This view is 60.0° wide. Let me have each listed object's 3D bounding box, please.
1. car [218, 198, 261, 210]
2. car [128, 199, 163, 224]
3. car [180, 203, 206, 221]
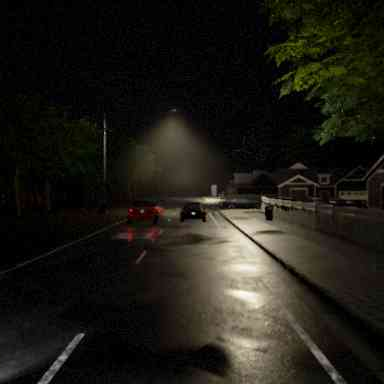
[{"bbox_3d":[5.907,1.474,39.933,5.357,1.411,2.033,0,0,-5],"label":"car"},{"bbox_3d":[-3.396,1.320,24.842,2.097,1.767,4.553,0,0,0],"label":"car"},{"bbox_3d":[0.103,1.521,26.516,1.994,1.385,4.181,0,0,0],"label":"car"}]
